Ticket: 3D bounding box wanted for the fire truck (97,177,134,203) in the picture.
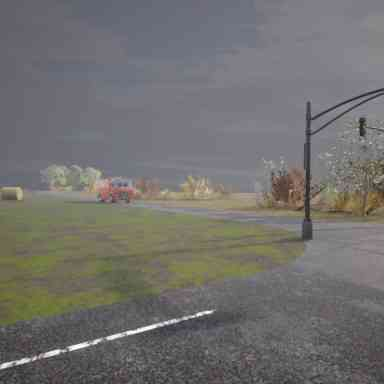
[{"bbox_3d":[-11.714,-0.355,50.067,2.891,3.827,8.468,1,0,-32],"label":"fire truck"}]
